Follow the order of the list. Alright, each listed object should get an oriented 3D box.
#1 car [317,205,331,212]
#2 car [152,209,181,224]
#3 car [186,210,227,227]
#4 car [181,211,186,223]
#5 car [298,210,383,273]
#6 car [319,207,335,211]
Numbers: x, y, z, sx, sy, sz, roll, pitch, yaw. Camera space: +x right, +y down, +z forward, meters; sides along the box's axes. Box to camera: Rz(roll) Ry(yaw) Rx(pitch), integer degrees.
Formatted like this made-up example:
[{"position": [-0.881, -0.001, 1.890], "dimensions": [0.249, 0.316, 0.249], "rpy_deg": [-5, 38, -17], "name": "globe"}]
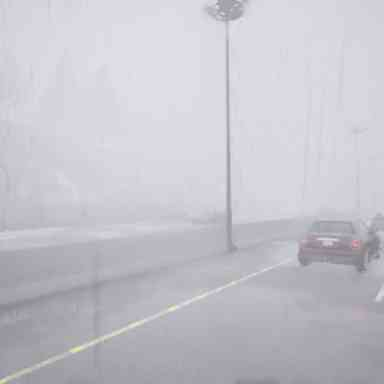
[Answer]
[{"position": [26.576, 3.266, 66.894], "dimensions": [1.994, 1.385, 4.181], "rpy_deg": [-1, -2, 30], "name": "car"}, {"position": [-2.361, 2.707, 37.416], "dimensions": [1.882, 1.535, 5.008], "rpy_deg": [-2, -3, 36], "name": "car"}, {"position": [1.930, 2.489, 31.418], "dimensions": [1.882, 1.535, 5.008], "rpy_deg": [-2, -2, 37], "name": "car"}, {"position": [1.252, 2.698, 36.292], "dimensions": [1.812, 1.442, 4.674], "rpy_deg": [-2, -2, 36], "name": "car"}, {"position": [5.655, 1.728, 12.442], "dimensions": [2.097, 1.767, 4.553], "rpy_deg": [-2, -2, 37], "name": "car"}, {"position": [21.121, 3.058, 52.092], "dimensions": [2.128, 1.511, 4.902], "rpy_deg": [-2, -2, 35], "name": "car"}]
